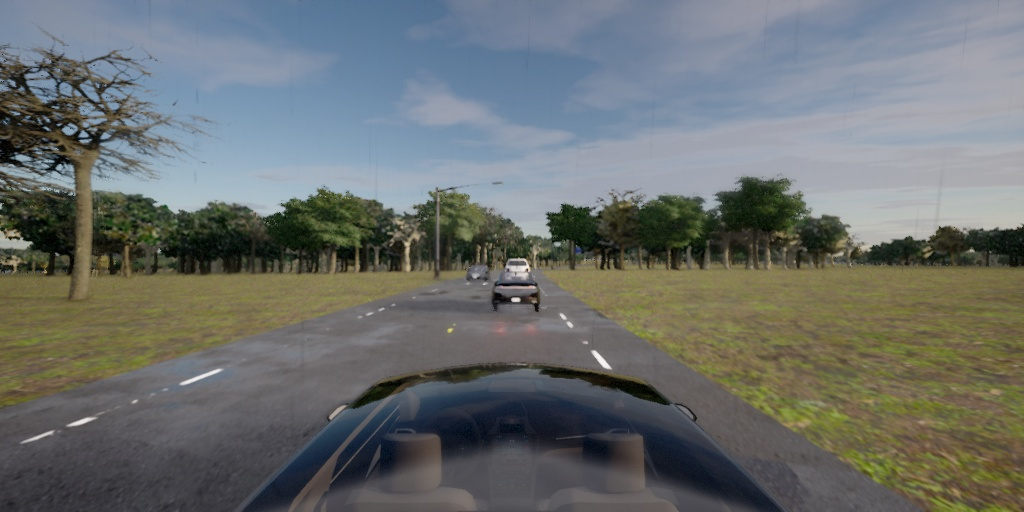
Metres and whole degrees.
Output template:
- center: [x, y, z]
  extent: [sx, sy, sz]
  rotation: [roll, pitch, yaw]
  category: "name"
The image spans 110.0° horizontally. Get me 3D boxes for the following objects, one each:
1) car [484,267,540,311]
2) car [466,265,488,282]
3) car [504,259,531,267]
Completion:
- center: [0.172, 1.389, 15.314]
  extent: [2.128, 1.511, 4.902]
  rotation: [0, -1, 1]
  category: "car"
- center: [-3.101, 1.616, 33.658]
  extent: [2.128, 1.511, 4.902]
  rotation: [0, -1, 2]
  category: "car"
- center: [0.541, 1.322, 32.131]
  extent: [2.150, 2.045, 5.566]
  rotation: [0, -1, 2]
  category: "car"
